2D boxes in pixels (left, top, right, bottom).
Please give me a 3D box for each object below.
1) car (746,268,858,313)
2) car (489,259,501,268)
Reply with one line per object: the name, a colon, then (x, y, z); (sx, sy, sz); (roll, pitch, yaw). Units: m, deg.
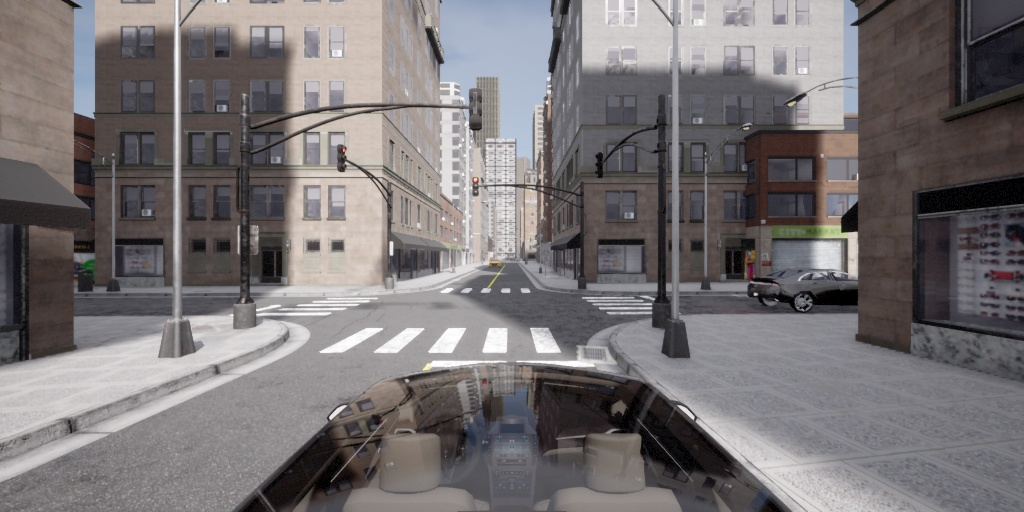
car: (11.431, 1.209, 13.251); (4.902, 1.511, 2.128); (0, 0, 0)
car: (-2.978, 1.208, 62.939); (1.882, 1.535, 5.008); (0, 0, 0)
